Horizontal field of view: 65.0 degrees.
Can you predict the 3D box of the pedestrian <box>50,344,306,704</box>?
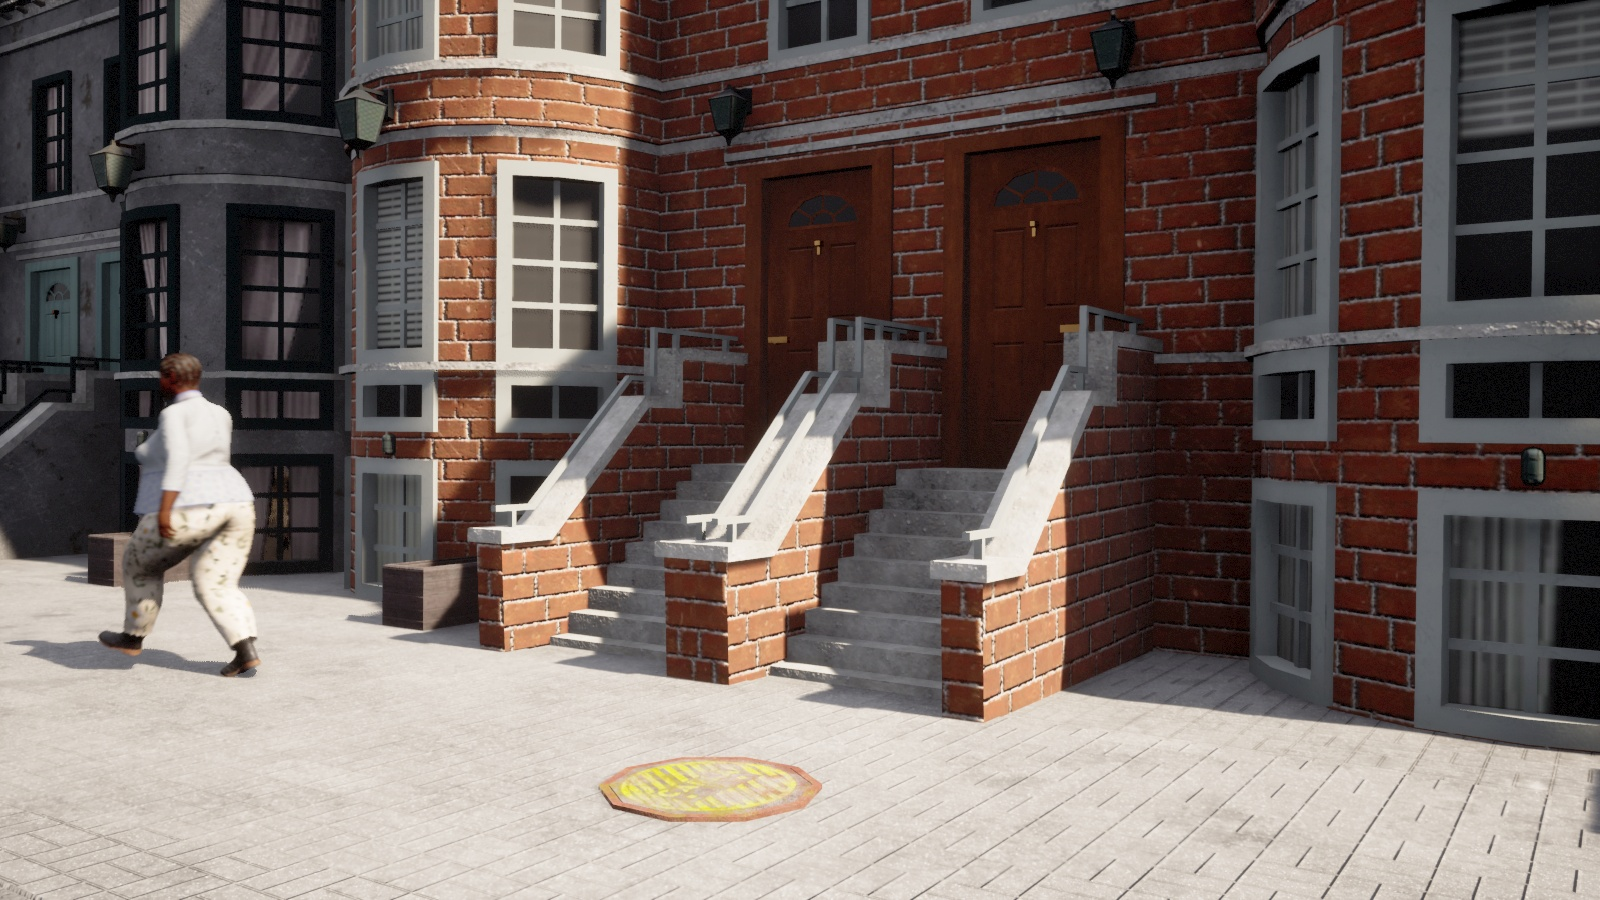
[{"bbox_3d":[-3.449,0.376,7.022,0.900,1.855,0.874,0,1,17],"label":"pedestrian"}]
